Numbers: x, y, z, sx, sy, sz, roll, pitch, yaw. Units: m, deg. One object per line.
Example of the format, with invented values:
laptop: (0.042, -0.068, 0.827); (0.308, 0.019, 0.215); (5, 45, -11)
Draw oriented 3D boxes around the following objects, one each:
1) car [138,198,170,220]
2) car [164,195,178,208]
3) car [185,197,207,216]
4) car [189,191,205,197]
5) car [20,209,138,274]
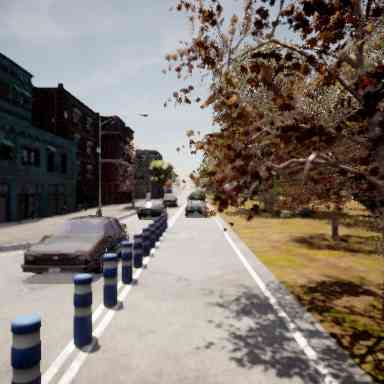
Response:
car: (-3.125, 1.442, 26.531); (1.895, 1.301, 4.718); (0, 0, 1)
car: (-2.806, 1.187, 42.929); (1.882, 1.535, 5.008); (0, 0, 1)
car: (0.378, 1.415, 29.960); (1.895, 1.301, 4.718); (0, 0, 1)
car: (0.774, 0.865, 50.564); (2.150, 2.045, 5.566); (0, 1, 1)
car: (-3.303, 1.498, 10.678); (2.033, 1.411, 5.357); (0, 0, 0)
